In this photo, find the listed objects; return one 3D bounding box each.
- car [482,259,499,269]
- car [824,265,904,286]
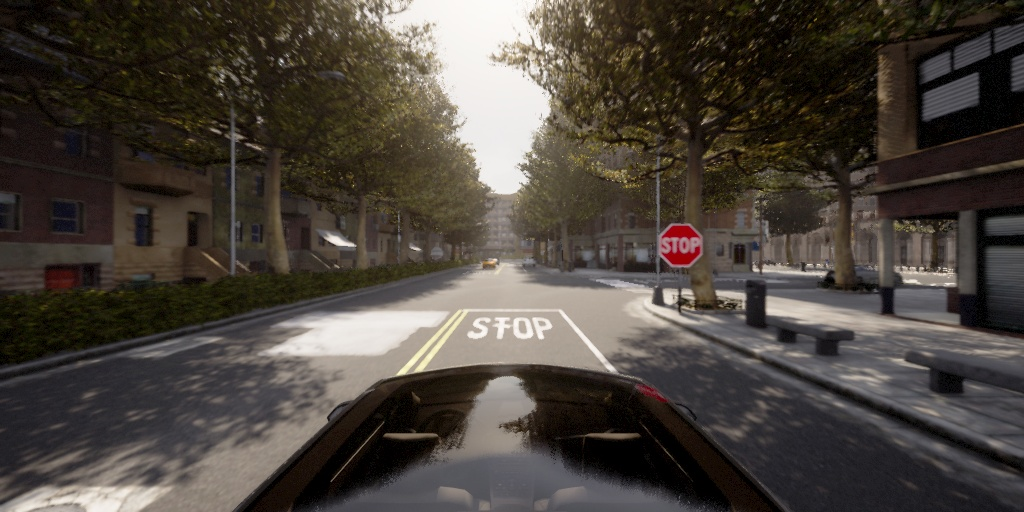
[{"bbox_3d":[-3.548,1.167,56.316,1.882,1.535,5.008,0,0,1],"label":"car"},{"bbox_3d":[24.000,1.290,24.523,4.181,1.385,1.994,0,0,-1],"label":"car"}]
